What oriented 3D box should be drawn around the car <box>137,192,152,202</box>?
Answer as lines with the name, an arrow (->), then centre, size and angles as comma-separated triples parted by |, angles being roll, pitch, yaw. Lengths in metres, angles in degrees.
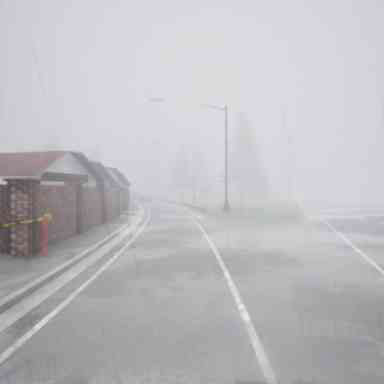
car -> -9.264, 1.247, 66.402 | 1.882, 1.535, 5.008 | 0, 0, -17

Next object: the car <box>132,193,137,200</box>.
car -> -12.267, 0.929, 76.040 | 2.097, 1.767, 4.553 | 0, 0, -20
